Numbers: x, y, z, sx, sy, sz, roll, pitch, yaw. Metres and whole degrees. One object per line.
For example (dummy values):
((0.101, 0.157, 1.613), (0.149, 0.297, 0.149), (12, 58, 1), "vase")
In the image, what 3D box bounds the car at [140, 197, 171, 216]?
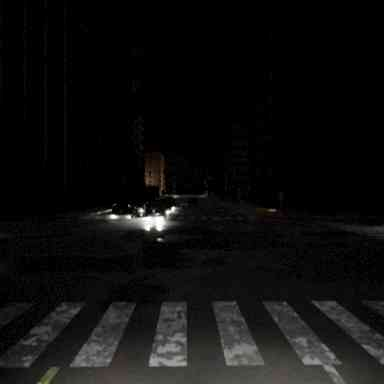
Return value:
((-3.579, 1.506, 33.321), (2.128, 1.511, 4.902), (0, 0, -1), "car")

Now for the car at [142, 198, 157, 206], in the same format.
((-7.039, 1.625, 55.280), (1.895, 1.301, 4.718), (0, 0, 1), "car")

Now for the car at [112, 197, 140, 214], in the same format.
((-7.081, 1.367, 35.547), (2.097, 1.767, 4.553), (0, 0, 0), "car")

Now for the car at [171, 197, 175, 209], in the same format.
((-3.581, 1.582, 42.313), (1.994, 1.385, 4.181), (0, 0, 0), "car")

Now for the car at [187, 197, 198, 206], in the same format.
((0.104, 1.572, 56.490), (2.033, 1.411, 5.357), (0, 0, 0), "car")

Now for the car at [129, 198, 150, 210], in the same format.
((-7.082, 1.567, 45.020), (2.033, 1.411, 5.357), (0, 0, 0), "car")
